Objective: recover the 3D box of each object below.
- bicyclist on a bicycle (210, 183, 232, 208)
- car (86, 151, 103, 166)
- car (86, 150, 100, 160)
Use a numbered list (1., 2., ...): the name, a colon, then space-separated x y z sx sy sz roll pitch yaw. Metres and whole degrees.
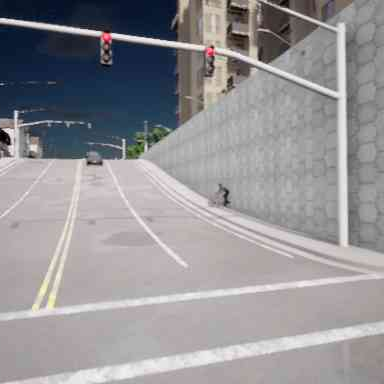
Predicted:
1. bicyclist on a bicycle: 1.954 0.235 21.521 1.656 1.620 0.582 -1 6 -17
2. car: -12.555 -4.231 42.969 1.994 1.385 4.181 -1 12 -17
3. car: -15.616 -5.746 52.472 1.994 1.385 4.181 -1 5 -17
